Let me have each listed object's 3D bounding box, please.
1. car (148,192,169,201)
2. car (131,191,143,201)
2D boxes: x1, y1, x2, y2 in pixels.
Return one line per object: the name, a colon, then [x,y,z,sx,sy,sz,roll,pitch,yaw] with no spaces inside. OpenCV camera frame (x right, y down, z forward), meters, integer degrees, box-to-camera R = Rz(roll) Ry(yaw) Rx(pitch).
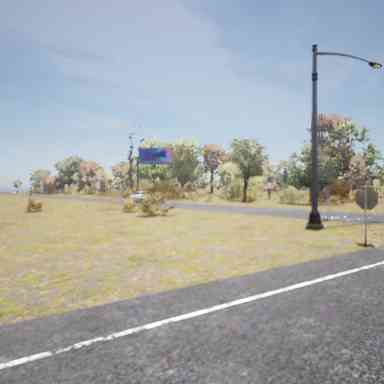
car: [-6.132,1.244,59.430,2.033,1.411,5.357,0,0,-33]
car: [-10.149,0.905,65.363,2.150,2.045,5.566,0,0,-34]
